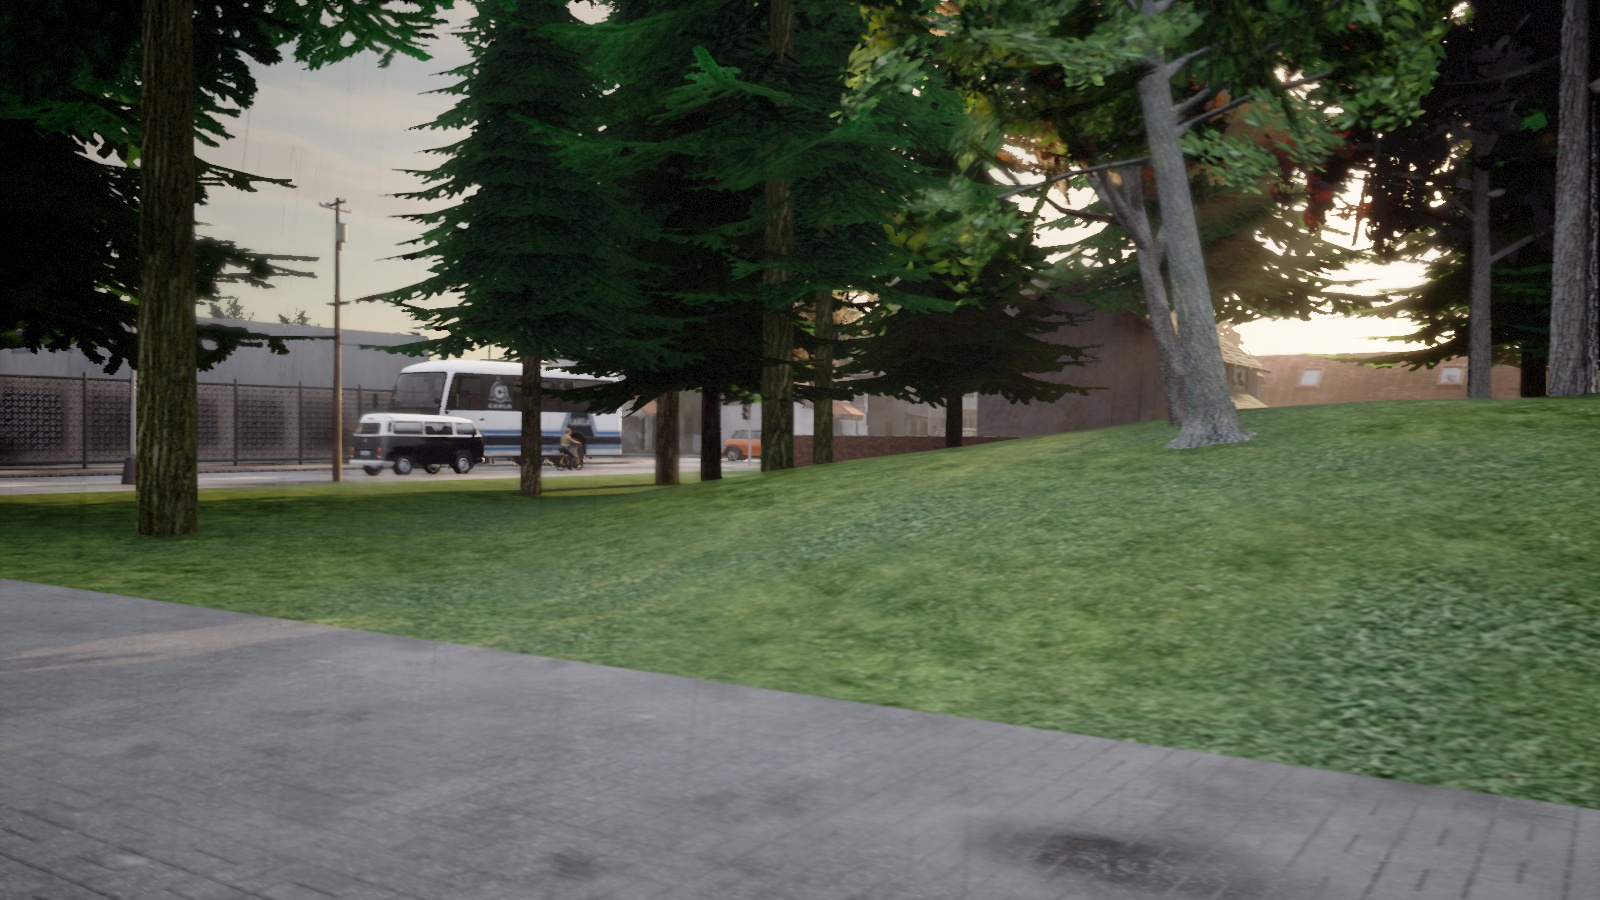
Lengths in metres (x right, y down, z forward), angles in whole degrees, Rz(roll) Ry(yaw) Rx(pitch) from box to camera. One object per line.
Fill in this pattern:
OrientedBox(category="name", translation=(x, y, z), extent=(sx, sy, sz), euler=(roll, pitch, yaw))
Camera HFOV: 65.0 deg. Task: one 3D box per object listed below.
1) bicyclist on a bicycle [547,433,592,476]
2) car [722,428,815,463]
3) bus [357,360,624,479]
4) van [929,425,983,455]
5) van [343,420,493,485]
OrientedBox(category="bicyclist on a bicycle", translation=(-8.761, 0.150, 47.865), extent=(0.866, 1.612, 1.509), euler=(0, 1, 33))
OrientedBox(category="car", translation=(-1.633, -0.240, 66.586), extent=(4.553, 1.767, 2.097), euler=(0, 1, 12))
OrientedBox(category="bus", translation=(-12.030, -1.158, 50.148), extent=(3.944, 4.253, 10.273), euler=(0, 1, 35))
OrientedBox(category="van", translation=(10.466, -0.696, 84.127), extent=(1.775, 1.987, 4.442), euler=(0, 1, 33))
OrientedBox(category="van", translation=(-12.689, 0.053, 41.965), extent=(2.069, 2.038, 4.480), euler=(0, 1, 34))
